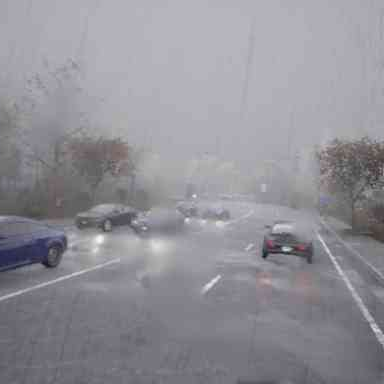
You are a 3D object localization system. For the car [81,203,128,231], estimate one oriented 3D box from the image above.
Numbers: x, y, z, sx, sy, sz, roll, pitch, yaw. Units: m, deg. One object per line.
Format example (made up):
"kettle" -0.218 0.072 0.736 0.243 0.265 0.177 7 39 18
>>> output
"car" -5.041 1.423 20.333 1.882 1.535 5.008 3 0 17

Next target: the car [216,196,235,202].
"car" 9.346 1.702 88.229 1.882 1.535 5.008 3 0 -30

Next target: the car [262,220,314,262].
"car" 4.022 1.891 13.875 1.812 1.442 4.674 3 -1 18

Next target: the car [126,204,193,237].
"car" -1.713 1.637 19.272 1.812 1.442 4.674 3 0 17

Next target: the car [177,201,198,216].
"car" -0.727 1.709 33.961 1.837 1.490 4.892 3 0 18

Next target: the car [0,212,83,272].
"car" -5.109 1.349 8.485 1.812 1.442 4.674 3 -1 18

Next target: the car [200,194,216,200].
"car" 4.812 1.461 89.408 2.128 1.511 4.902 3 0 -30

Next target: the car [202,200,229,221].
"car" 2.405 1.886 32.286 1.812 1.442 4.674 3 0 18
